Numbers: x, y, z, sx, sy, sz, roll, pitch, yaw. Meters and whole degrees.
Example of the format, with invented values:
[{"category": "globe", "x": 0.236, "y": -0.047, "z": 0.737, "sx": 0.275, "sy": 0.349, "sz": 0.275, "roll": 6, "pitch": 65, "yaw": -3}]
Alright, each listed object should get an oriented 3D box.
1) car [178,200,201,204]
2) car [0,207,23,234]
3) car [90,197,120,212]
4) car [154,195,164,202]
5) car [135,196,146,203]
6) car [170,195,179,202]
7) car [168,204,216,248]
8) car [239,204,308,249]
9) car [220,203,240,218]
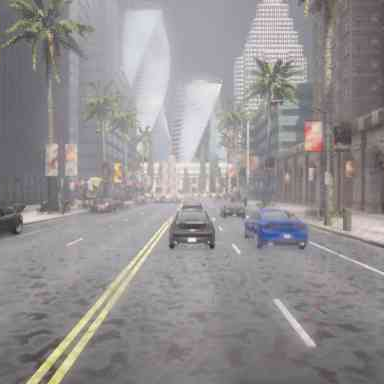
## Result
[{"category": "car", "x": 0.028, "y": 1.482, "z": 29.641, "sx": 1.882, "sy": 1.535, "sz": 5.008, "roll": 0, "pitch": 0, "yaw": 0}, {"category": "car", "x": -10.190, "y": 1.509, "z": 16.347, "sx": 2.161, "sy": 1.482, "sz": 4.786, "roll": 0, "pitch": 0, "yaw": -1}, {"category": "car", "x": -10.119, "y": 1.351, "z": 38.278, "sx": 2.185, "sy": 1.767, "sz": 4.553, "roll": 0, "pitch": 0, "yaw": -1}, {"category": "car", "x": -7.416, "y": 1.511, "z": 74.880, "sx": 2.128, "sy": 1.511, "sz": 4.902, "roll": 0, "pitch": 0, "yaw": -1}, {"category": "car", "x": -10.424, "y": 1.478, "z": 67.652, "sx": 2.231, "sy": 1.521, "sz": 4.892, "roll": 0, "pitch": 0, "yaw": -1}, {"category": "car", "x": -3.916, "y": 1.510, "z": 74.918, "sx": 1.812, "sy": 1.442, "sz": 4.674, "roll": 0, "pitch": 0, "yaw": -1}, {"category": "car", "x": 0.000, "y": 1.513, "z": 14.650, "sx": 1.837, "sy": 1.490, "sz": 4.892, "roll": 0, "pitch": 0, "yaw": 0}, {"category": "car", "x": 3.500, "y": 1.482, "z": 14.650, "sx": 1.882, "sy": 1.535, "sz": 5.008, "roll": 0, "pitch": 0, "yaw": 0}, {"category": "car", "x": 3.529, "y": 1.614, "z": 29.651, "sx": 1.895, "sy": 1.301, "sz": 4.718, "roll": 0, "pitch": 0, "yaw": 0}]
